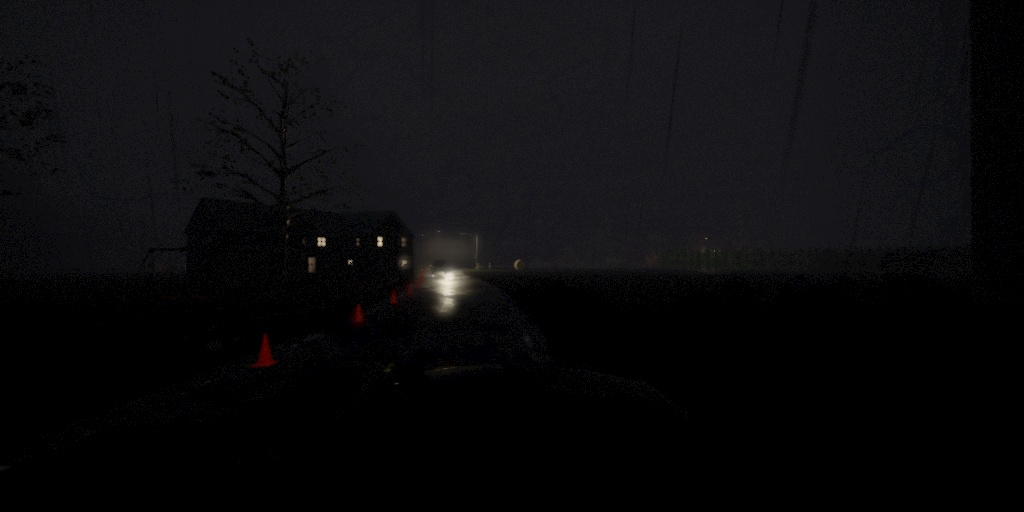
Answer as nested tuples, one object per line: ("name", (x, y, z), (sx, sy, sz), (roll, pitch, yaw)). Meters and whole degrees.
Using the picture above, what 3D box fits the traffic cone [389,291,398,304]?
("traffic cone", (-5.493, 1.899, 16.676), (0.340, 0.580, 0.340), (0, 0, -6))

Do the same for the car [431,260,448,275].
("car", (-10.513, 1.607, 52.214), (2.150, 2.045, 5.566), (0, -1, -10))

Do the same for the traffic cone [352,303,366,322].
("traffic cone", (-5.029, 1.840, 11.782), (0.340, 0.580, 0.340), (0, 0, -4))

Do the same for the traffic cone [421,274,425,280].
("traffic cone", (-7.864, 2.079, 31.228), (0.340, 0.580, 0.340), (0, 0, -12))

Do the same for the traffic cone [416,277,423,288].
("traffic cone", (-6.911, 2.018, 26.404), (0.340, 0.580, 0.340), (0, 0, -10))

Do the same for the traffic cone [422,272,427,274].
("traffic cone", (-8.979, 2.141, 36.016), (0.340, 0.580, 0.340), (0, 0, -14))

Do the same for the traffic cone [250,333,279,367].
("traffic cone", (-4.730, 1.783, 6.875), (0.340, 0.580, 0.340), (0, 0, -3))

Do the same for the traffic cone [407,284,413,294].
("traffic cone", (-6.120, 1.958, 21.552), (0.340, 0.580, 0.340), (0, 0, -8))
